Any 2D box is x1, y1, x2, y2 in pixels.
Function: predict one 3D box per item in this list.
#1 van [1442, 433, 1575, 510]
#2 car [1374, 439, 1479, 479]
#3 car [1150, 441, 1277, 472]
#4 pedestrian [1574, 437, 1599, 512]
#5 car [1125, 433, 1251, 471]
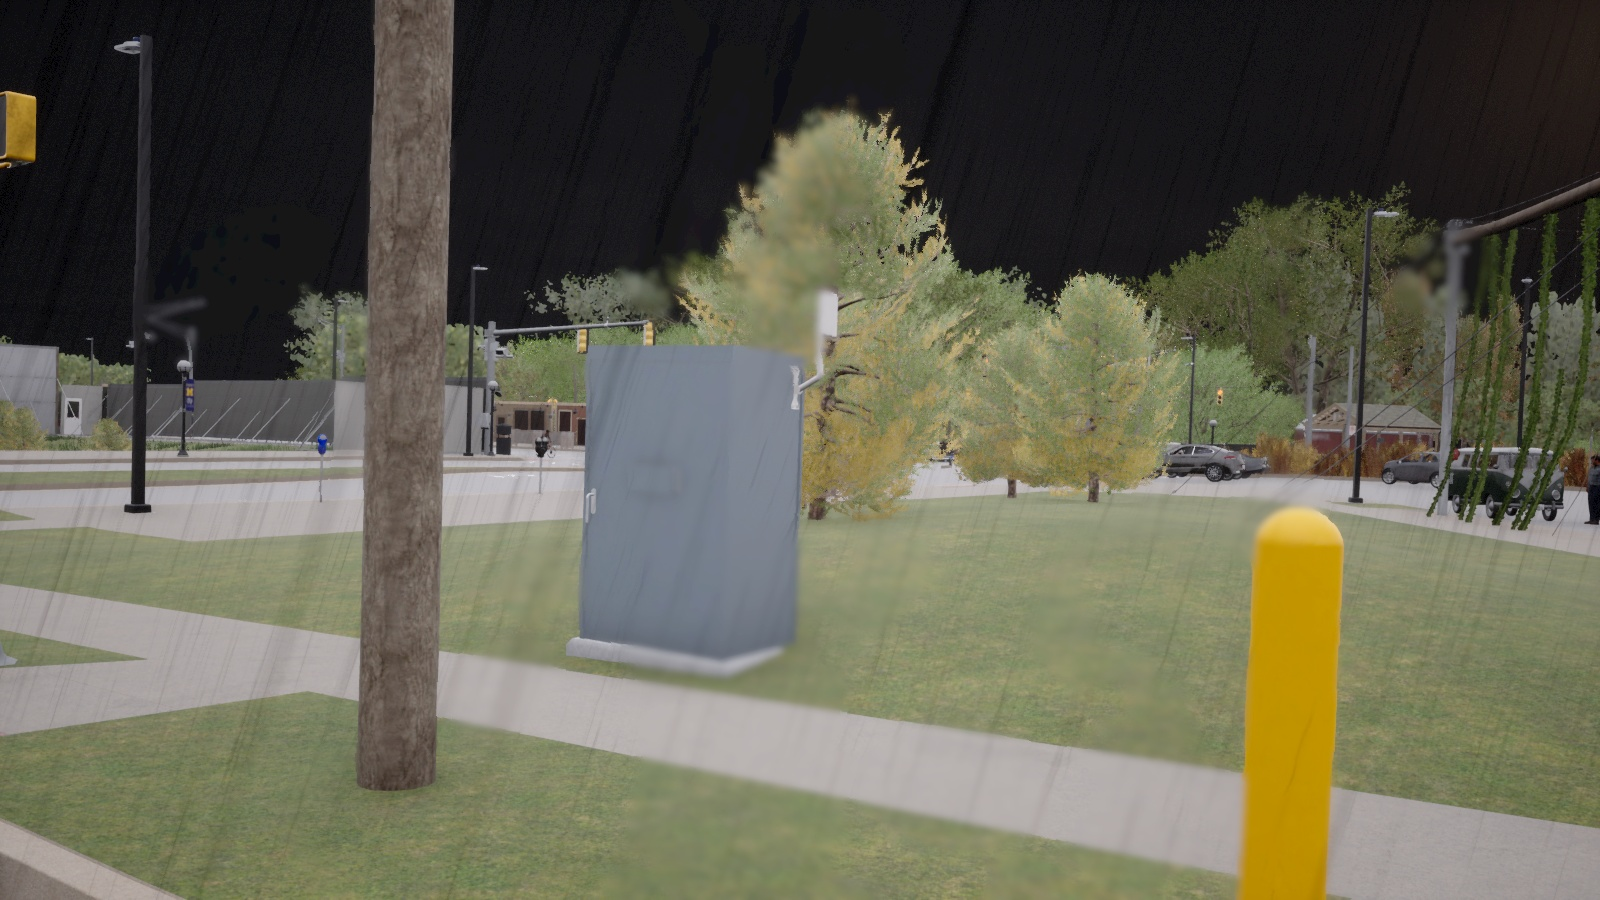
[{"bbox_3d":[19.952,0.554,35.562,1.775,1.987,4.442,1,1,9],"label":"van"},{"bbox_3d":[26.471,0.341,53.161,1.845,1.501,3.633,-1,2,-22],"label":"car"},{"bbox_3d":[19.504,0.293,59.382,5.357,1.411,2.033,0,1,34],"label":"car"},{"bbox_3d":[20.777,0.642,32.810,0.788,1.949,0.423,1,2,-6],"label":"pedestrian"},{"bbox_3d":[17.396,0.084,56.399,5.027,1.651,2.152,0,1,34],"label":"car"}]
